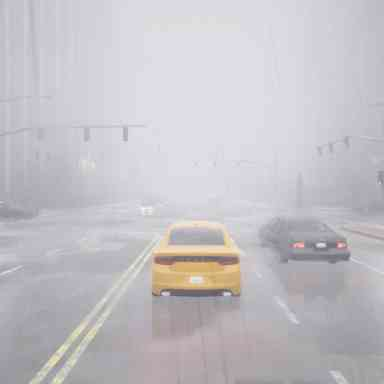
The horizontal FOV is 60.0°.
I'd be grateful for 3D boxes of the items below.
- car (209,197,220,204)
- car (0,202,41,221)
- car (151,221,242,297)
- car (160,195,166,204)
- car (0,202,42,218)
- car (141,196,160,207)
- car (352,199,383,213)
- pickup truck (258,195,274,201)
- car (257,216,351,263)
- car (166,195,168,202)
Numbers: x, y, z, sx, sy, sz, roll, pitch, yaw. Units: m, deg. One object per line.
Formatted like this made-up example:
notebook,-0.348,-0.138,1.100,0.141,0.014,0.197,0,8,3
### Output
car,4.088,1.601,60.596,1.895,1.301,4.718,0,0,0
car,-14.859,1.525,26.559,4.674,1.442,1.812,0,0,1
car,0.121,1.478,8.636,1.882,1.535,5.008,0,0,1
car,-6.552,1.478,62.720,1.882,1.535,5.008,0,0,1
car,-16.307,1.601,30.078,4.718,1.301,1.895,0,0,1
car,-6.671,1.491,51.771,2.128,1.511,4.902,0,0,1
car,20.211,1.505,36.615,4.892,1.490,1.837,0,0,1
pickup truck,17.241,1.059,76.577,2.390,2.098,6.274,0,0,31
car,3.667,1.547,11.876,2.033,1.411,5.357,0,0,1
car,-6.396,1.500,74.775,1.837,1.490,4.892,0,0,0
